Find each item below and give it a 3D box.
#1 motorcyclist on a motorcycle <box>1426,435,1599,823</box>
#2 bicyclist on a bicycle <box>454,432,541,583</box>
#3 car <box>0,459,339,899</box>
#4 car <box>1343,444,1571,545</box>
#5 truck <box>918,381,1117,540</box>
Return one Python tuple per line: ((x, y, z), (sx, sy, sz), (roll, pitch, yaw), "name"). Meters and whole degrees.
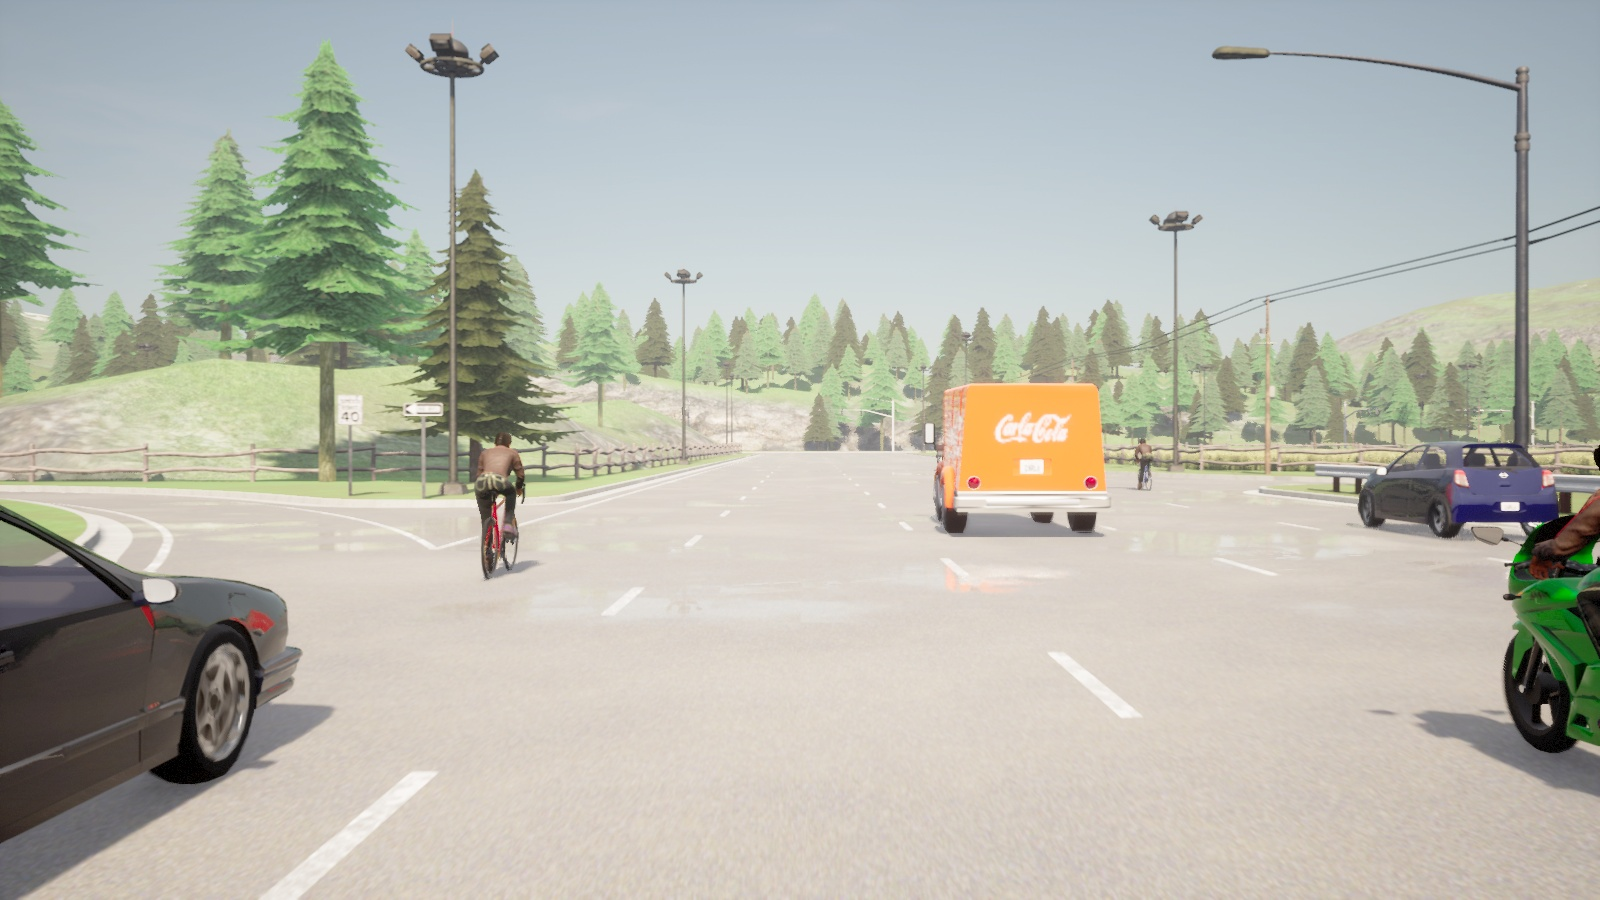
((3.545, 0.702, 5.296), (0.797, 1.523, 2.044), (0, 0, 0), "motorcyclist on a motorcycle")
((-3.404, 0.616, 14.269), (0.582, 1.620, 1.656), (0, 0, 0), "bicyclist on a bicycle")
((-3.462, 0.769, 3.940), (2.033, 1.411, 5.357), (0, 0, 0), "car")
((10.632, 0.653, 20.632), (1.845, 1.501, 3.633), (0, 0, 0), "car")
((3.642, 0.140, 22.183), (2.627, 2.467, 5.204), (0, 0, 0), "truck")
